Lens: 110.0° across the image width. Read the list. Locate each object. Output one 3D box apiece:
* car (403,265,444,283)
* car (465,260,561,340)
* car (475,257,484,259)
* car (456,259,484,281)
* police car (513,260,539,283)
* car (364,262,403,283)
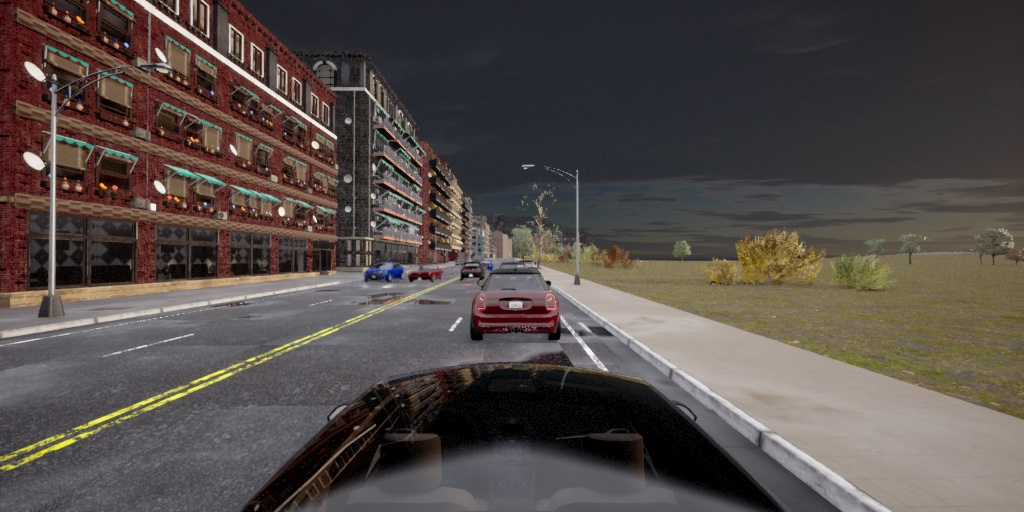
[{"bbox_3d":[-6.656,1.354,28.013,1.895,1.301,4.718,0,0,0],"label":"car"},{"bbox_3d":[0.075,1.103,10.091,2.097,1.767,4.553,0,0,0],"label":"car"},{"bbox_3d":[-3.241,1.230,44.842,1.882,1.535,5.008,0,0,0],"label":"car"},{"bbox_3d":[-3.213,1.257,30.351,1.837,1.490,4.892,0,0,0],"label":"car"},{"bbox_3d":[1.078,1.179,29.359,1.930,1.638,5.238,0,0,0],"label":"police car"},{"bbox_3d":[-9.908,1.231,28.160,1.882,1.535,5.008,0,0,0],"label":"car"}]
